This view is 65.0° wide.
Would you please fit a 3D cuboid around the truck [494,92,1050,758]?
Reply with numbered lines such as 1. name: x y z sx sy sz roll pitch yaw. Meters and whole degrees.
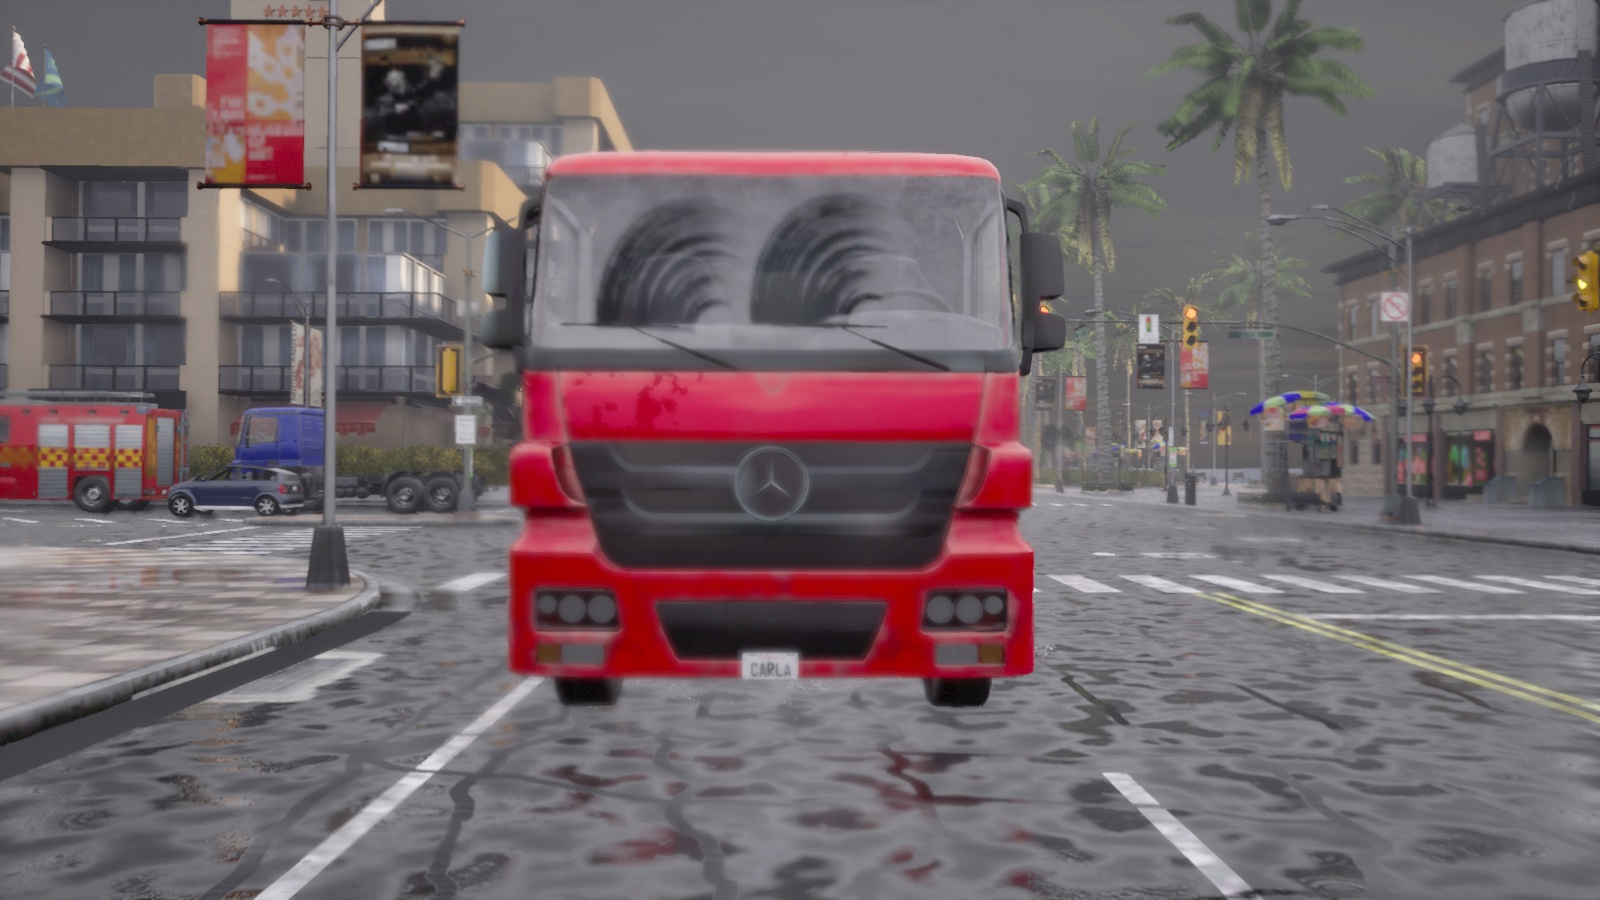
1. truck: -0.178 -0.074 10.522 2.891 3.462 7.936 0 -1 0

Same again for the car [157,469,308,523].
1. car: -16.887 1.356 37.497 3.705 1.549 1.789 0 -1 -1

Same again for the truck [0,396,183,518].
1. truck: -25.046 0.248 40.886 8.468 3.827 2.891 0 -1 -1

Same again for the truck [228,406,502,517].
1. truck: -14.061 0.384 41.054 7.936 3.462 2.891 0 -1 -1
